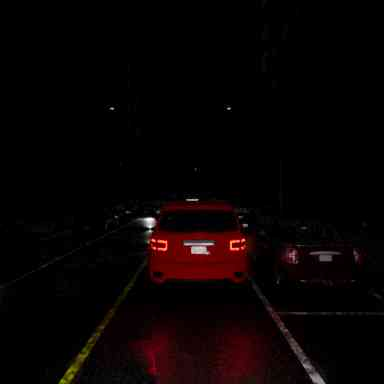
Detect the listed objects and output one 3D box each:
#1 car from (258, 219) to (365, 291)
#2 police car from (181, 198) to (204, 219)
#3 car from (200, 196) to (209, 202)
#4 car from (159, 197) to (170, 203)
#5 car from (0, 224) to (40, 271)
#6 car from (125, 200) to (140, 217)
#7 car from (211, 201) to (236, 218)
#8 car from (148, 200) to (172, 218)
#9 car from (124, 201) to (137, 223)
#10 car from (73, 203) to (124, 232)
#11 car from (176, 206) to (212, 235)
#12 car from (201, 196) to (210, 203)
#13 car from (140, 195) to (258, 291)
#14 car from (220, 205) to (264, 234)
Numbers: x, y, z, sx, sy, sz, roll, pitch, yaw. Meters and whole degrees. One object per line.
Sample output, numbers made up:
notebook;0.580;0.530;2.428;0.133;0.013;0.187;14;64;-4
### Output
car;2.858;1.440;9.048;1.967;1.590;4.097;0;0;0
police car;0.015;1.428;30.166;1.930;1.638;5.238;0;0;0
car;2.948;1.617;78.961;2.008;1.369;4.403;0;0;0
car;-5.602;1.626;68.161;1.802;1.307;4.206;0;0;0
car;-5.667;1.582;9.053;1.802;1.307;4.206;0;0;0
car;-5.656;1.444;31.058;1.967;1.590;4.097;0;0;0
car;2.870;1.570;31.054;1.947;1.339;4.313;0;0;0
car;-2.988;1.533;31.601;1.812;1.442;4.674;0;0;0
car;-5.659;1.584;25.557;1.802;1.307;4.206;0;0;0
car;-5.661;1.567;20.056;1.947;1.339;4.313;0;0;0
car;0.109;1.602;19.903;1.895;1.301;4.718;0;0;0
car;2.936;1.580;73.723;1.752;1.417;4.829;0;0;0
car;0.108;1.222;9.133;2.150;2.045;5.566;0;0;-1
car;2.864;1.552;20.051;2.008;1.369;4.403;0;0;0
